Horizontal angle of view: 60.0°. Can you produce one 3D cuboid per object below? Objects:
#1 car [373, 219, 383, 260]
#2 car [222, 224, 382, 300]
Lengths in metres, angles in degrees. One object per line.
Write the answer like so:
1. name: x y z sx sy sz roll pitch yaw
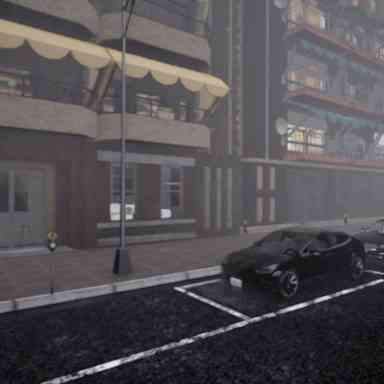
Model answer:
1. car: 7.242 1.615 11.734 4.403 1.369 2.008 0 0 -36
2. car: 2.736 1.601 8.515 4.313 1.339 1.947 0 0 -36
